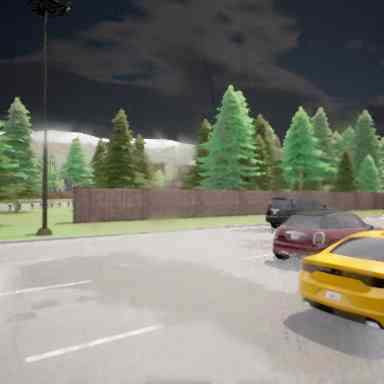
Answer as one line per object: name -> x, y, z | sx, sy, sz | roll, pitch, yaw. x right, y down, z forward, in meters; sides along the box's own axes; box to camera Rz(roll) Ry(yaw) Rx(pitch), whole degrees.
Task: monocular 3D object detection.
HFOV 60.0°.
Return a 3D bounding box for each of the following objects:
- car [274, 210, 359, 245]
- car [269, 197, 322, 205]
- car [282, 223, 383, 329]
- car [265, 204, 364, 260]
car -> 6.313, 1.685, 16.755 | 4.181, 1.385, 1.994 | 1, 0, -35
car -> 7.207, 1.372, 21.668 | 5.566, 2.045, 2.150 | 1, 0, -35
car -> 4.284, 1.538, 6.759 | 5.008, 1.535, 1.882 | 1, 0, -35
car -> 4.920, 1.438, 11.491 | 4.553, 1.767, 2.097 | 1, 0, -35
